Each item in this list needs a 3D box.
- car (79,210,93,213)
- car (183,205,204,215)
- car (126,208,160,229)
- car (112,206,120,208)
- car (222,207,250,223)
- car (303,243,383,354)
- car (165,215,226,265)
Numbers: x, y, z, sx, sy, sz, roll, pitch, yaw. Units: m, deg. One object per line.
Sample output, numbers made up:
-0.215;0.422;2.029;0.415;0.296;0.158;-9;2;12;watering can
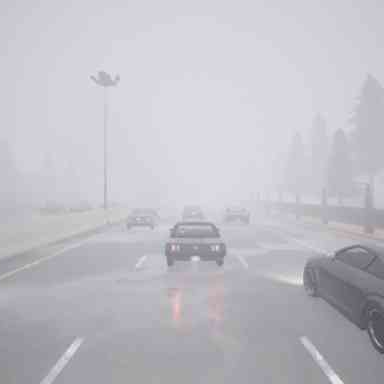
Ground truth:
-14.074;1.949;42.564;1.882;1.535;5.008;0;-1;0;car
0.106;1.921;32.212;1.994;1.385;4.181;0;-1;0;car
-3.395;1.810;23.652;2.033;1.411;5.357;0;-1;0;car
-10.574;1.949;42.563;1.882;1.535;5.008;0;-1;0;car
3.606;1.912;28.153;1.895;1.301;4.718;0;-1;0;car
3.601;1.633;6.167;1.994;1.385;4.181;0;-1;0;car
0.103;1.737;12.236;1.895;1.301;4.718;0;-1;0;car
